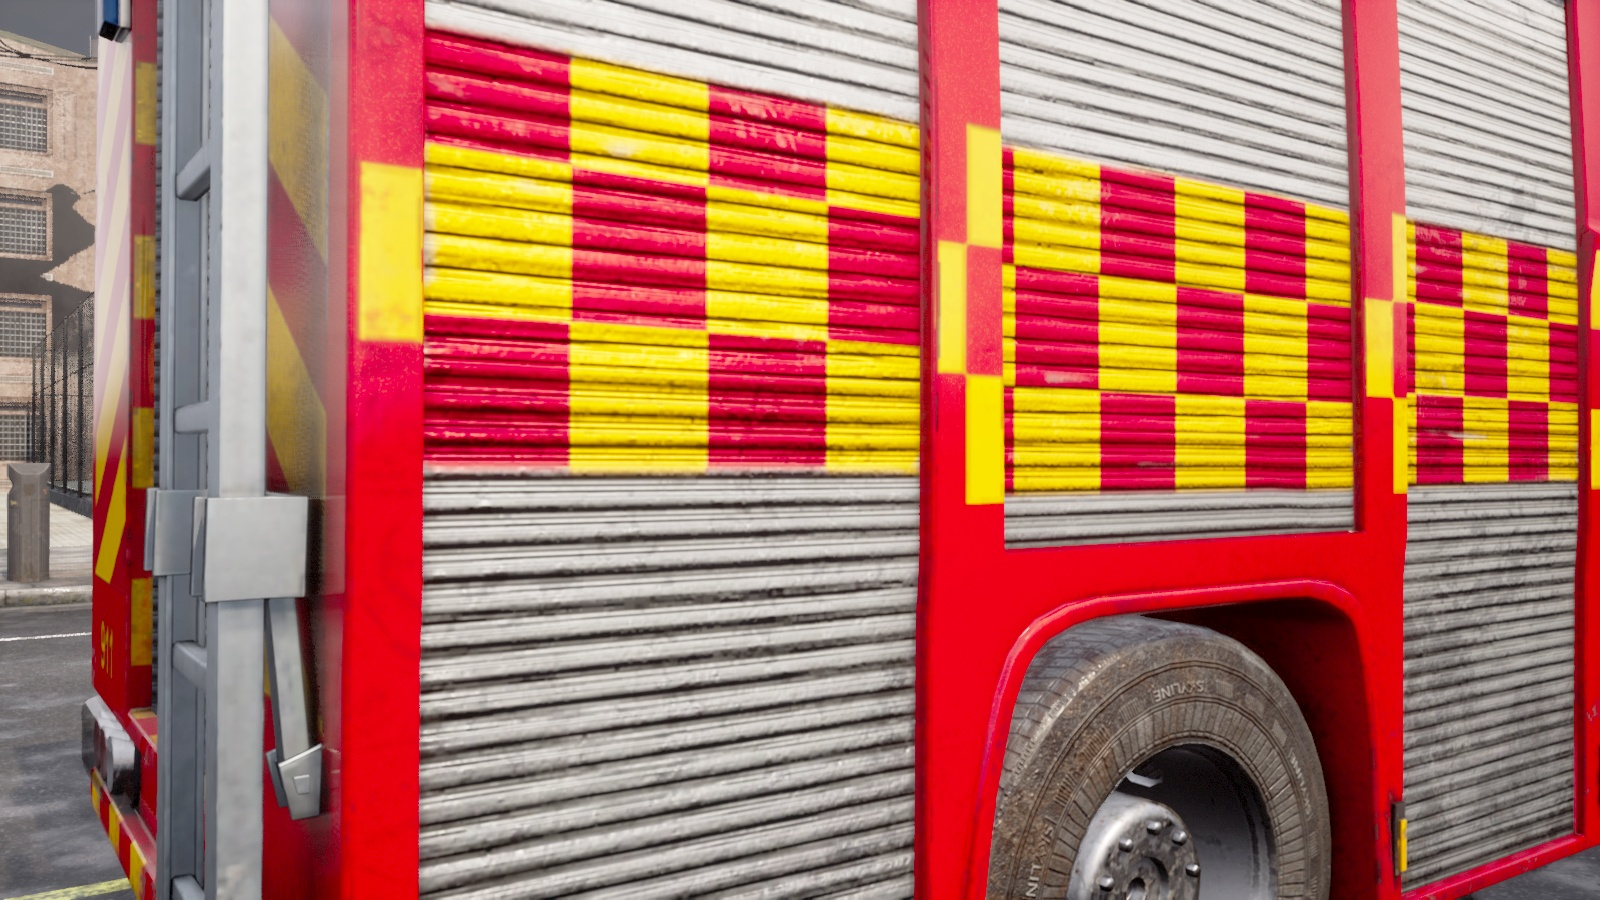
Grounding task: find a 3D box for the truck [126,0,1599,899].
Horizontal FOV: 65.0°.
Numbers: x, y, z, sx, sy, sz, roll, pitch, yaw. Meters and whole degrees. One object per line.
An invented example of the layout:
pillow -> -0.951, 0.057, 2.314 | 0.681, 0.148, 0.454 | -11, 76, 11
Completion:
truck -> 2.185, -0.414, 5.194 | 8.468, 3.827, 2.891 | 0, 0, -35
